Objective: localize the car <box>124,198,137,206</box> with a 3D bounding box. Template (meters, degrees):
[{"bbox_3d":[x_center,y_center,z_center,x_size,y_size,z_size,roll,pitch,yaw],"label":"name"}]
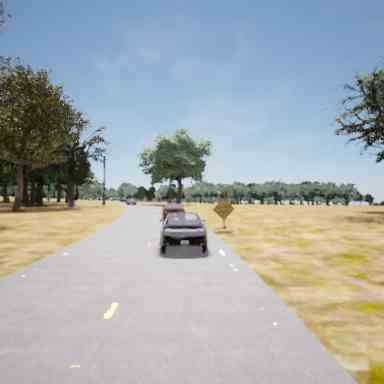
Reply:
[{"bbox_3d":[-12.719,2.097,69.779,1.812,1.442,4.674,1,-1,-15],"label":"car"}]

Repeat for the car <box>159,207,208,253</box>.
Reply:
[{"bbox_3d":[-0.392,1.621,14.426,2.128,1.511,4.902,0,0,-3],"label":"car"}]

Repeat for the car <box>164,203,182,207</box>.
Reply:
[{"bbox_3d":[-1.694,1.721,29.641,1.882,1.535,5.008,0,0,-7],"label":"car"}]

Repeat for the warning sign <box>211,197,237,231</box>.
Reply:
[{"bbox_3d":[1.878,1.295,19.636,1.300,1.860,1.060,-3,-3,-4],"label":"warning sign"}]
